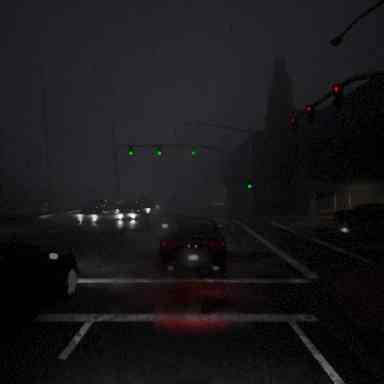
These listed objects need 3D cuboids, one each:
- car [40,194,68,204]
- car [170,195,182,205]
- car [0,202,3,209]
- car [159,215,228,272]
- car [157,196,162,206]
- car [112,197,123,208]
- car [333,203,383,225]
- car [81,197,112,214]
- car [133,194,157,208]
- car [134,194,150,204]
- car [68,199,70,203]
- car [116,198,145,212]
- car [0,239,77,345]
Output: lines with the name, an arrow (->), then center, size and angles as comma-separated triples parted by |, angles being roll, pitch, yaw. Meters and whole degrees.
car -> -24.931, 1.268, 59.352 | 3.866, 1.878, 1.905 | 0, 0, 0
car -> -2.940, 1.468, 61.440 | 2.097, 1.767, 4.553 | 0, 0, 2
car -> -24.908, 1.231, 39.728 | 3.866, 1.878, 1.905 | 0, 0, 0
car -> 0.018, 1.498, 10.883 | 1.882, 1.535, 5.008 | 0, 0, 0
car -> -6.633, 1.463, 59.123 | 2.097, 1.767, 4.553 | 0, 0, 2
car -> -10.536, 1.438, 45.826 | 2.097, 1.767, 4.553 | 0, 0, 2
car -> 12.648, 1.523, 23.652 | 5.008, 1.535, 1.882 | 0, 0, 0
car -> -10.724, 1.574, 36.826 | 1.837, 1.490, 4.892 | 0, 0, 1
car -> -6.934, 1.445, 49.270 | 2.097, 1.767, 4.553 | 0, 0, 2
car -> -9.905, 1.350, 66.654 | 2.150, 2.045, 5.566 | 0, 0, 2
car -> -24.918, 1.513, 62.246 | 3.806, 1.475, 1.970 | 0, 0, 0
car -> -7.177, 1.675, 39.461 | 1.895, 1.301, 4.718 | 0, 0, 1
car -> -3.448, 1.488, 5.378 | 1.882, 1.535, 5.008 | 0, 0, 0
